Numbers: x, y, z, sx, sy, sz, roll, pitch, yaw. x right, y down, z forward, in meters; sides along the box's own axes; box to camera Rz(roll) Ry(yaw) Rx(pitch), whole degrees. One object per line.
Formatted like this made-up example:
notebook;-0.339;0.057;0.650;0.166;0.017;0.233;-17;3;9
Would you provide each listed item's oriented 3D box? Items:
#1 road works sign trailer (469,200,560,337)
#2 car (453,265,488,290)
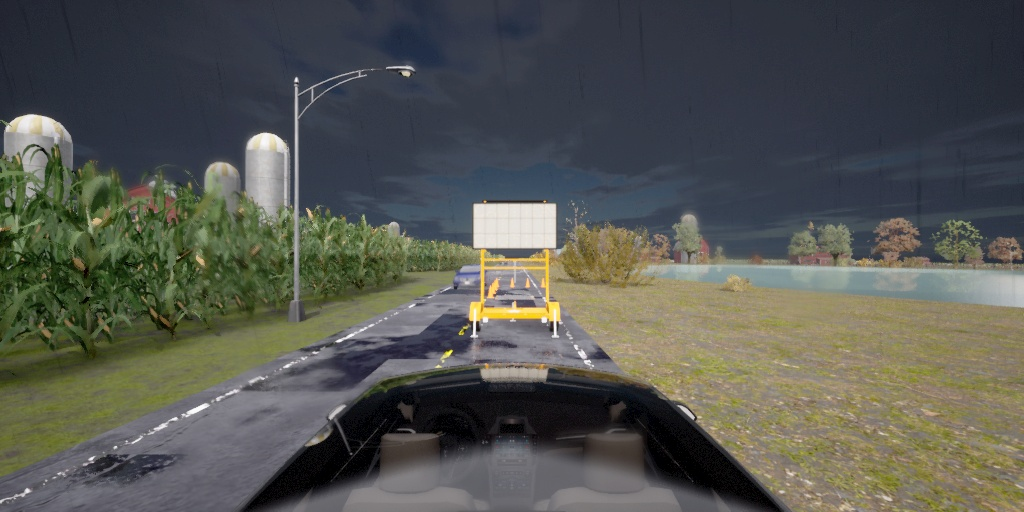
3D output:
road works sign trailer;0.081;0.217;10.239;2.380;3.560;2.880;0;0;0
car;-2.563;1.292;22.983;1.812;1.442;4.674;0;0;0
